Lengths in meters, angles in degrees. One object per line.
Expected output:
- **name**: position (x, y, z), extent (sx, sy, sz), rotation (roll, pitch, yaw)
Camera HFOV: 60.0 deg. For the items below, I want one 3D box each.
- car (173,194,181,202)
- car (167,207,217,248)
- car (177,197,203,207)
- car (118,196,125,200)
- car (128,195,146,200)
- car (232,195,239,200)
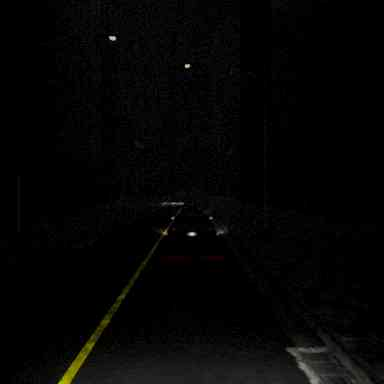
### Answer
- **car**: position (-2.999, 1.535, 70.703), extent (1.895, 1.301, 4.718), rotation (0, 0, 0)
- **car**: position (0.000, 1.570, 14.650), extent (1.994, 1.385, 4.181), rotation (0, 0, 0)
- **car**: position (0.000, 1.491, 29.650), extent (2.128, 1.511, 4.902), rotation (0, 0, 0)
- **car**: position (-20.618, 1.556, 90.199), extent (4.829, 1.417, 1.752), rotation (0, 0, 0)
- **car**: position (-15.016, 1.541, 90.165), extent (4.829, 1.417, 1.752), rotation (0, 0, 0)
- **car**: position (11.895, 1.362, 81.477), extent (4.097, 1.590, 1.967), rotation (0, 0, 0)
